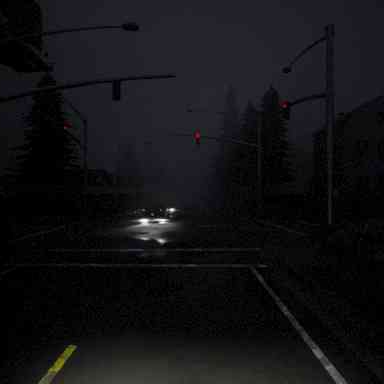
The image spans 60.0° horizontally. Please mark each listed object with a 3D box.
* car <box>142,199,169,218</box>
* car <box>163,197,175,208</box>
[{"bbox_3d":[-3.396,1.601,30.195,1.895,1.301,4.718,0,0,-2],"label":"car"},{"bbox_3d":[-3.441,1.491,48.512,2.128,1.511,4.902,0,0,0],"label":"car"}]
